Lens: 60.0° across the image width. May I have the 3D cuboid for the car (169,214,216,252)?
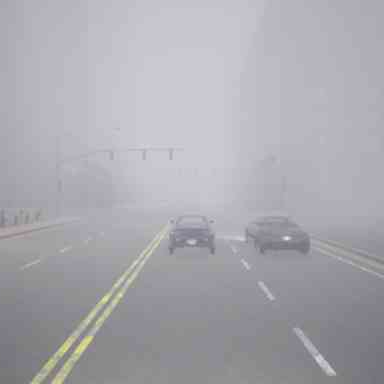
[{"bbox_3d":[0.007,1.660,14.368,1.812,1.442,4.674,0,0,0],"label":"car"}]

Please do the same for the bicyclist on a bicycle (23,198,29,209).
[{"bbox_3d":[-25.407,1.720,50.986,0.582,1.620,1.656,0,0,0],"label":"bicyclist on a bicycle"}]

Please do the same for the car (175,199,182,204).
[{"bbox_3d":[-3.493,2.397,86.270,1.895,1.301,4.718,0,-1,0],"label":"car"}]

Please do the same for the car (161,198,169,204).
[{"bbox_3d":[-6.993,2.355,86.300,1.994,1.385,4.181,0,-1,0],"label":"car"}]

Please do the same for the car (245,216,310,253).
[{"bbox_3d":[3.508,1.698,14.276,1.994,1.385,4.181,0,0,0],"label":"car"}]
